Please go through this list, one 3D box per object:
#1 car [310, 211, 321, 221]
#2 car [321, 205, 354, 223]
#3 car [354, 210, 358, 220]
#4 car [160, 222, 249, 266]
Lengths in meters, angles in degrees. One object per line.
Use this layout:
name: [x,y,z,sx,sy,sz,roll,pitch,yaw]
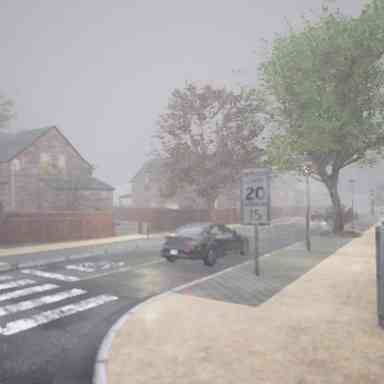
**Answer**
car: [17.057,3.117,44.051,1.895,1.301,4.718,-2,-3,32]
car: [17.072,2.530,38.846,2.150,2.045,5.566,-2,-3,33]
car: [22.502,3.176,47.531,2.033,1.411,5.357,-2,-3,32]
car: [0.620,1.870,12.855,1.812,1.442,4.674,-2,-3,32]
